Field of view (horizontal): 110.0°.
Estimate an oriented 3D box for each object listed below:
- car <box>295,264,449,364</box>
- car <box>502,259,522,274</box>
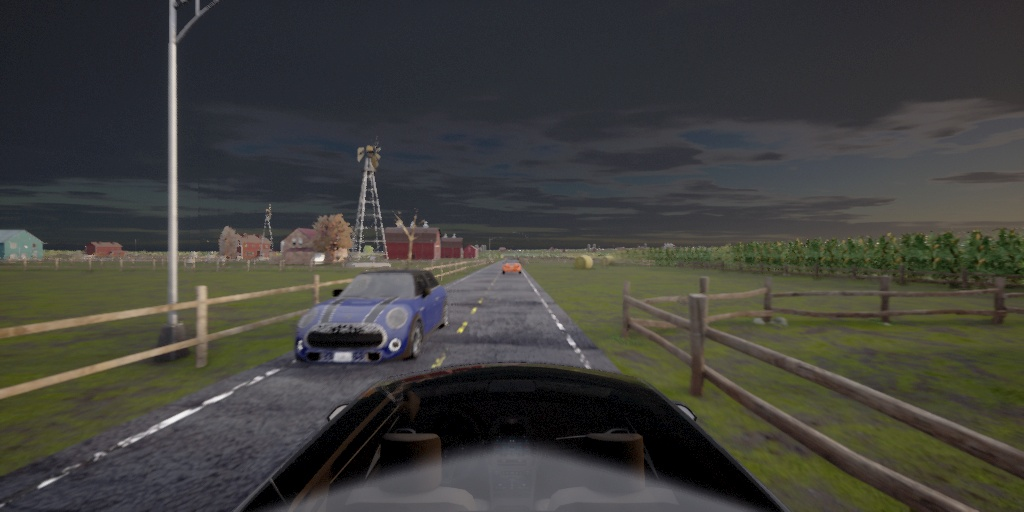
[{"bbox_3d":[-2.828,1.095,8.267,2.097,1.767,4.553,0,0,0],"label":"car"},{"bbox_3d":[-0.023,1.083,39.961,2.097,1.767,4.553,0,0,0],"label":"car"}]
